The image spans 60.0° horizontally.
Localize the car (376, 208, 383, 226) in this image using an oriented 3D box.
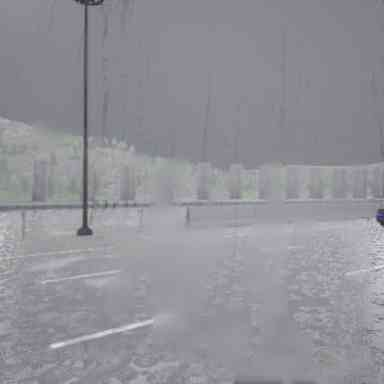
[{"bbox_3d":[13.459,1.356,20.347,5.008,1.535,1.882,0,0,-28],"label":"car"}]
